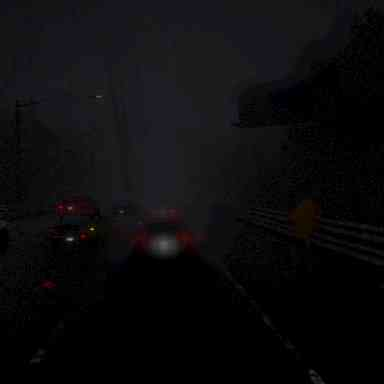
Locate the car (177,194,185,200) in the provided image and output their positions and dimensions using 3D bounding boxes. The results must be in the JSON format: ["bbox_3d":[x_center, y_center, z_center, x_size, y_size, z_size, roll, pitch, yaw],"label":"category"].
[{"bbox_3d":[-3.031,1.373,91.070,1.812,1.442,4.674,-1,0,1],"label":"car"}]

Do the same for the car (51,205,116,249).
[{"bbox_3d":[-4.714,1.550,14.621,1.812,1.442,4.674,-1,0,-5],"label":"car"}]

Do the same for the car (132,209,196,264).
[{"bbox_3d":[-0.974,1.540,11.837,1.994,1.385,4.181,-1,0,-5],"label":"car"}]

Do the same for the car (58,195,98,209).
[{"bbox_3d":[-9.227,1.279,27.420,2.150,2.045,5.566,-1,0,-3],"label":"car"}]

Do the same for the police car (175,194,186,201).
[{"bbox_3d":[-3.095,1.284,81.305,1.930,1.638,5.238,-1,0,0],"label":"police car"}]

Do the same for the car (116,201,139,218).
[{"bbox_3d":[-5.854,1.524,29.714,1.812,1.442,4.674,-1,0,-4],"label":"car"}]

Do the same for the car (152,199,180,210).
[{"bbox_3d":[-2.079,1.500,25.283,2.033,1.411,5.357,-1,0,-4],"label":"car"}]

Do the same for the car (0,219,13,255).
[{"bbox_3d":[-7.911,1.299,10.532,2.150,2.045,5.566,-1,-1,-4],"label":"car"}]

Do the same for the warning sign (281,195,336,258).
[{"bbox_3d":[3.638,1.026,10.505,1.300,1.860,1.060,-1,0,-5],"label":"warning sign"}]
